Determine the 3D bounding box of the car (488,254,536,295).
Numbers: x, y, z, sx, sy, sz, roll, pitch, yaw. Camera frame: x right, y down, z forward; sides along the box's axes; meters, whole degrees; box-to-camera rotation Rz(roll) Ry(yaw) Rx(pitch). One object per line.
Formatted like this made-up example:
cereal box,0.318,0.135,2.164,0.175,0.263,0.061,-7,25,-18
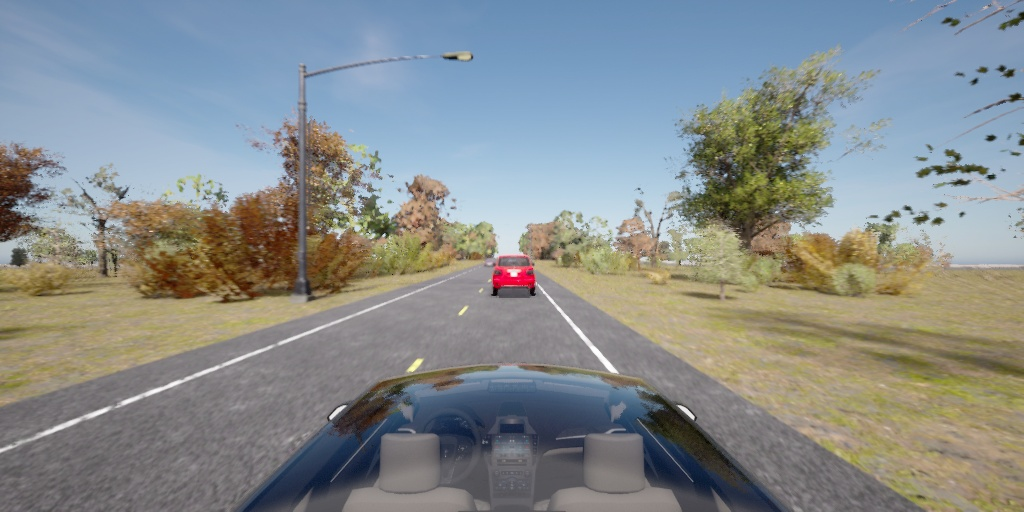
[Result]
car,0.092,0.931,19.520,2.150,2.045,5.566,0,0,0

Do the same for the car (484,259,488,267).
car,-3.690,1.135,60.711,1.812,1.442,4.674,0,0,0
